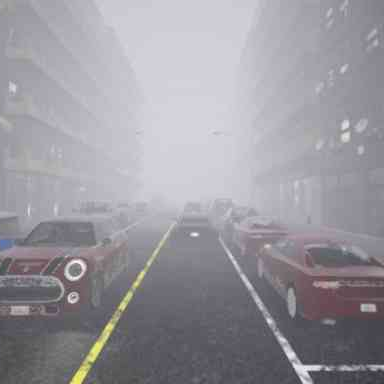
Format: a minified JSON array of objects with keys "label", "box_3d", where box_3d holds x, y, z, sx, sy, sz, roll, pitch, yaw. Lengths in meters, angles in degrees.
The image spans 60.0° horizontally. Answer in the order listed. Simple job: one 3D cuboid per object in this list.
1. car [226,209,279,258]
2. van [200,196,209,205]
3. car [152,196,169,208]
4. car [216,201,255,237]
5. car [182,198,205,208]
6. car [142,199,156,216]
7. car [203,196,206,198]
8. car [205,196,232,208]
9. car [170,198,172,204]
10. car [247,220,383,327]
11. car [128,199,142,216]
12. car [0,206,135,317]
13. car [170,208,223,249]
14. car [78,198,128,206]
[{"label":"car","box_3d":[2.589,1.585,12.628,1.887,1.381,4.507,1,0,0]},{"label":"van","box_3d":[2.584,1.649,67.943,1.690,1.788,3.998,1,0,0]},{"label":"car","box_3d":[-5.268,1.521,51.407,2.192,1.841,5.009,1,0,0]},{"label":"car","box_3d":[2.602,1.500,18.161,1.967,1.590,4.097,1,0,0]},{"label":"car","box_3d":[0.117,1.618,32.170,1.837,1.490,4.892,0,0,0]},{"label":"car","box_3d":[-5.282,1.690,34.817,1.947,1.339,4.313,1,0,0]},{"label":"car","box_3d":[2.570,1.591,40.286,1.967,1.590,4.097,1,0,0]},{"label":"car","box_3d":[2.568,1.416,29.223,2.192,1.841,5.009,1,0,0]},{"label":"car","box_3d":[-5.265,1.926,73.531,1.802,1.307,4.206,1,0,0]},{"label":"car","box_3d":[2.587,1.567,7.099,1.887,1.381,4.507,1,0,0]},{"label":"car","box_3d":[-5.280,1.394,23.755,2.192,1.841,5.009,1,0,0]},{"label":"car","box_3d":[-2.842,1.375,7.753,2.097,1.767,4.553,0,0,0]},{"label":"car","box_3d":[0.106,1.611,14.763,1.994,1.385,4.181,0,0,0]},{"label":"car","box_3d":[-5.283,1.373,18.225,2.192,1.841,5.009,1,0,0]}]
